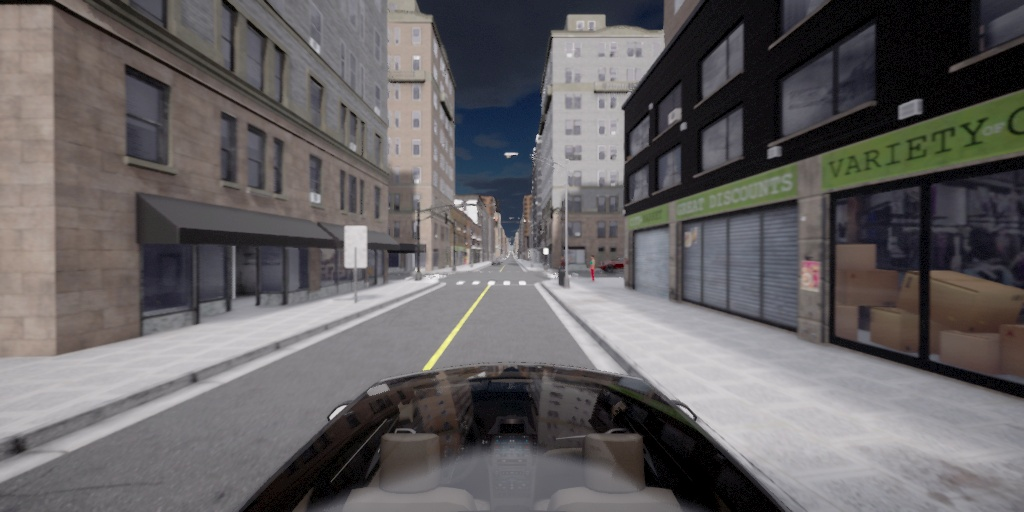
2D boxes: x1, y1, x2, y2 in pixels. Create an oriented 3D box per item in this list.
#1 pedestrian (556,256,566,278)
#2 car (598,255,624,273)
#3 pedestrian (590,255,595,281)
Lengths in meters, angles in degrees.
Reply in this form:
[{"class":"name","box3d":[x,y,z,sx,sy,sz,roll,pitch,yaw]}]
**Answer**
[{"class":"pedestrian","box3d":[3.287,0.870,24.504,0.375,1.860,0.375,0,0,0]},{"class":"car","box3d":[12.093,0.835,39.360,5.009,1.841,2.192,0,0,0]},{"class":"pedestrian","box3d":[5.634,0.844,25.104,0.375,1.860,0.375,0,0,0]}]
